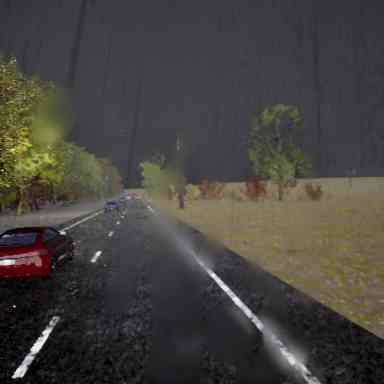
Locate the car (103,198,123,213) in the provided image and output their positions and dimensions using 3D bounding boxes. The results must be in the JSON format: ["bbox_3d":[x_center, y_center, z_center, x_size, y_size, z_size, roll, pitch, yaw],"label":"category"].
[{"bbox_3d":[-10.695,1.974,44.773,1.812,1.442,4.674,-3,0,-9],"label":"car"}]

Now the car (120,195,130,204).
[{"bbox_3d":[-15.978,1.993,76.781,2.097,1.767,4.553,-3,0,-9],"label":"car"}]

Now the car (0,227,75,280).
[{"bbox_3d":[-5.045,1.783,10.484,1.994,1.385,4.181,-3,0,-9],"label":"car"}]
